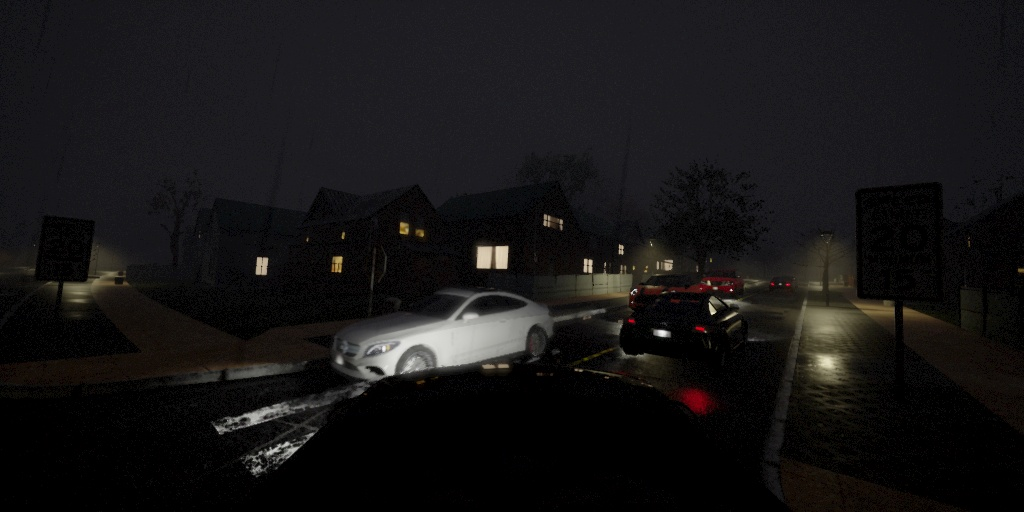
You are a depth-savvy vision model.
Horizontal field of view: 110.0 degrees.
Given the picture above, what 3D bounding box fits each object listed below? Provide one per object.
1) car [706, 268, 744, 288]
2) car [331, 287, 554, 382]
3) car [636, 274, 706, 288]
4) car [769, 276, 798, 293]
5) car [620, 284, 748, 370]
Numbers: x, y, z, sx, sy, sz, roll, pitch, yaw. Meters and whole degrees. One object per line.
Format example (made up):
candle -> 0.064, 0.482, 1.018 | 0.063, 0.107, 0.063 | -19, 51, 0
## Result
car -> 15.673, 1.945, 26.647 | 2.150, 2.045, 5.566 | 0, -2, 40
car -> -0.996, 1.368, 7.104 | 1.812, 1.442, 4.674 | 0, -2, 43
car -> 7.081, 1.617, 16.392 | 2.097, 1.767, 4.553 | 0, -2, 40
car -> 25.738, 2.673, 34.148 | 2.033, 1.411, 5.357 | 0, -2, 40
car -> 4.209, 1.545, 8.515 | 1.994, 1.385, 4.181 | 0, -2, 40
